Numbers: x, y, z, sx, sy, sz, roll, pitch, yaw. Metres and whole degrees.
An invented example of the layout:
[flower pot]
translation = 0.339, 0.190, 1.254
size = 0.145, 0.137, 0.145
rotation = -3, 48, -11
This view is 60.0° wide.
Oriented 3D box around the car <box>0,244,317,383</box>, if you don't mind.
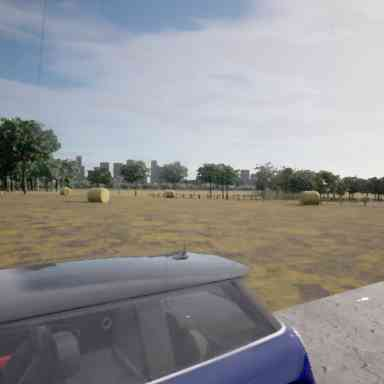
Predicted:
[car]
translation = -1.251, 1.352, 2.221
size = 4.553, 1.767, 2.097
rotation = 0, 0, -34
